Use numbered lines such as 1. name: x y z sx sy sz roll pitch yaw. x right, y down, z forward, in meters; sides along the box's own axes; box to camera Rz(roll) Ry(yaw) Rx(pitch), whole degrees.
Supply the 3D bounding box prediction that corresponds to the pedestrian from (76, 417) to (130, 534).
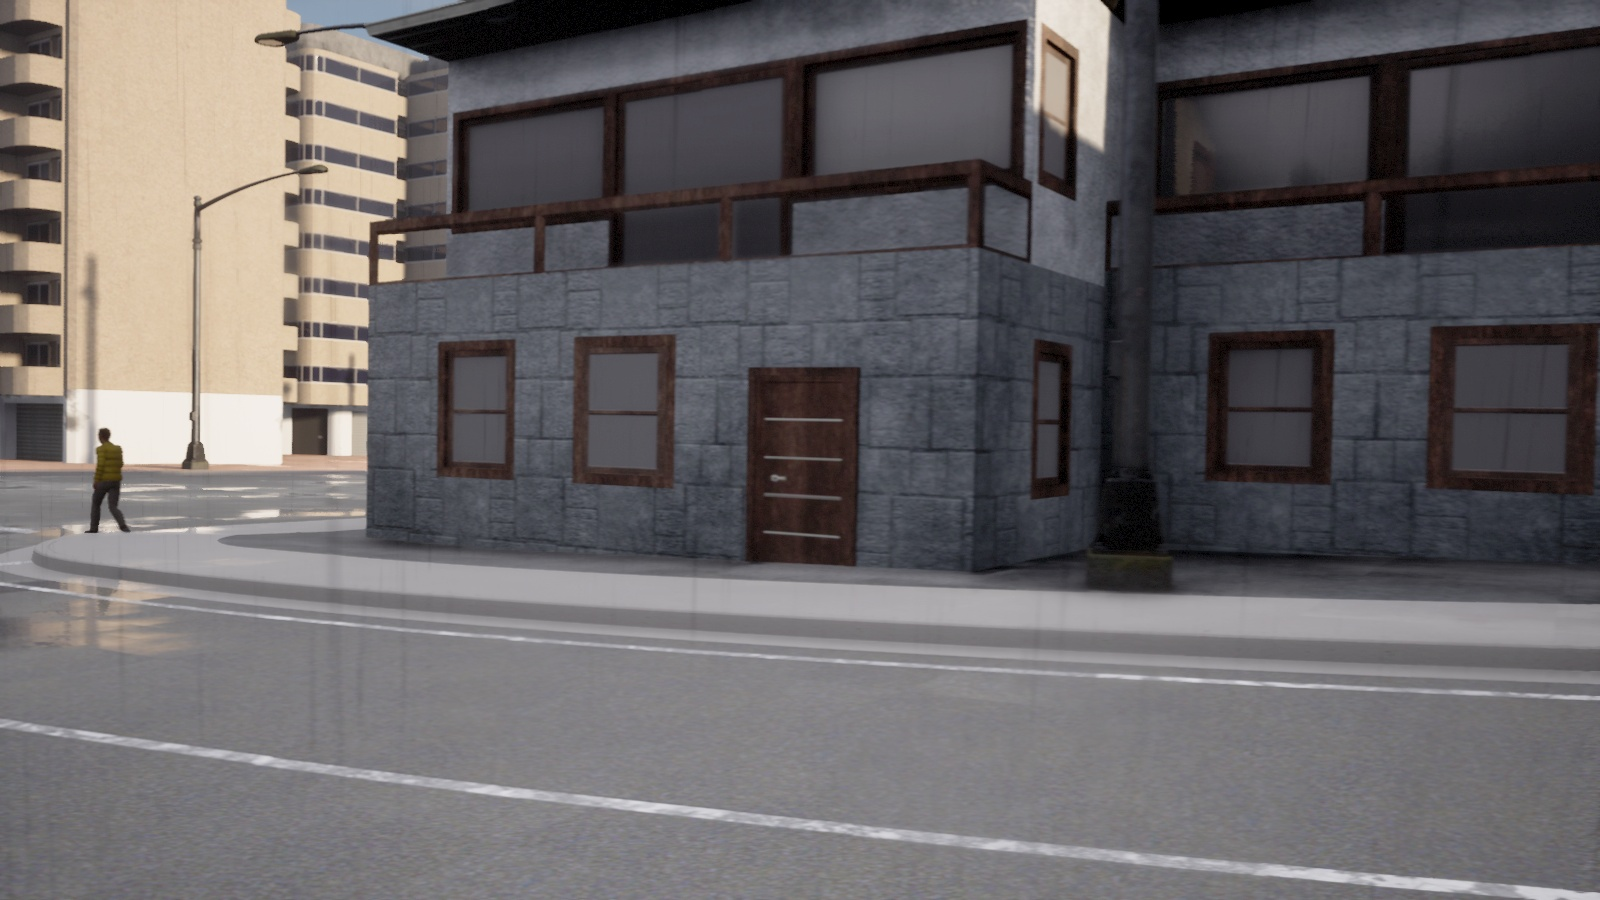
1. pedestrian: -11.214 0.403 20.201 0.709 1.840 0.431 2 1 28
